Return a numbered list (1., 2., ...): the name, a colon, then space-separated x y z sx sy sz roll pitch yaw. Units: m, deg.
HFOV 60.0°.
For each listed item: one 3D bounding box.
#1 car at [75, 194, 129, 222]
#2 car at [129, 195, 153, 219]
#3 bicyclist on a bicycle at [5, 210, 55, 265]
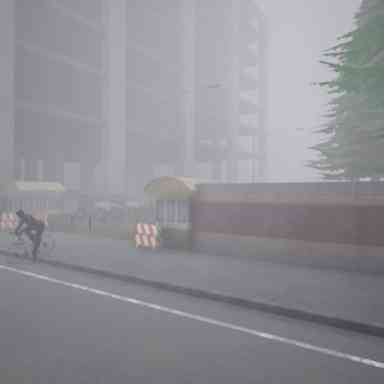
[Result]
1. car: -6.851 1.112 24.468 3.866 1.878 1.905 0 0 35
2. car: -5.169 1.111 26.881 3.866 1.878 1.905 0 0 35
3. bicyclist on a bicycle: -5.074 1.331 10.349 0.582 1.620 1.656 0 10 35
